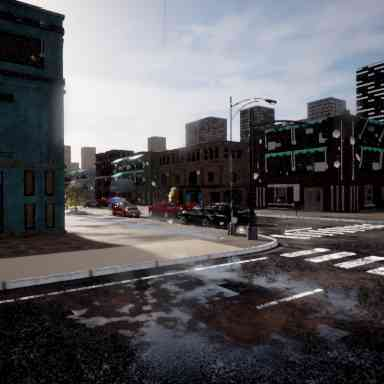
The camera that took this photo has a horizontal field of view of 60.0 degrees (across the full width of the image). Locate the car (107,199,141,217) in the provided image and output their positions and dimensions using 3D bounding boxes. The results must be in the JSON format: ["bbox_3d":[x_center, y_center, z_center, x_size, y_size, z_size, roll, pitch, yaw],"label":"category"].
[{"bbox_3d":[-7.147,1.846,35.990,1.967,1.590,4.097,-1,0,-35],"label":"car"}]

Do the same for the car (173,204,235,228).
[{"bbox_3d":[0.776,1.814,24.595,1.947,1.339,4.313,-1,0,-35],"label":"car"}]

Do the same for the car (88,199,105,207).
[{"bbox_3d":[-19.500,2.227,67.938,1.887,1.381,4.507,-1,0,-35],"label":"car"}]

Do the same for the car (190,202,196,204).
[{"bbox_3d":[-0.306,1.903,40.835,1.802,1.307,4.206,-2,0,-35],"label":"car"}]

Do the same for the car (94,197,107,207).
[{"bbox_3d":[-16.306,1.939,63.420,2.192,1.841,5.009,-1,0,-35],"label":"car"}]

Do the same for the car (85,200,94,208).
[{"bbox_3d":[-19.243,2.227,63.109,1.994,1.385,4.181,-1,-1,-35],"label":"car"}]

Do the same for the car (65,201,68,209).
[{"bbox_3d":[-23.041,2.232,58.437,1.752,1.417,4.829,-1,0,-35],"label":"car"}]

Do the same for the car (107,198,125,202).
[{"bbox_3d":[-8.680,1.942,42.677,2.128,1.511,4.902,-1,0,-35],"label":"car"}]

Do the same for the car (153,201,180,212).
[{"bbox_3d":[-3.504,1.965,45.352,1.802,1.307,4.206,-1,0,-35],"label":"car"}]

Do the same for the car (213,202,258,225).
[{"bbox_3d":[2.972,1.699,26.204,1.882,1.535,5.008,-1,0,-35],"label":"car"}]

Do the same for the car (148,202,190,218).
[{"bbox_3d":[-2.698,1.811,34.207,1.882,1.535,5.008,-1,0,-35],"label":"car"}]

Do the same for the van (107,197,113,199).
[{"bbox_3d":[-13.107,1.906,58.903,1.690,1.788,3.998,-1,0,-35],"label":"van"}]
